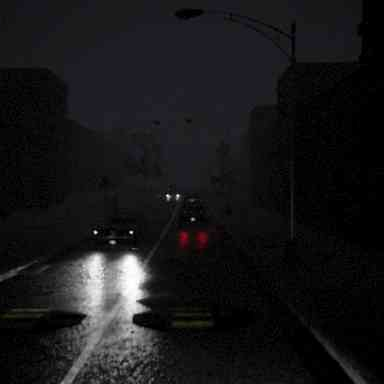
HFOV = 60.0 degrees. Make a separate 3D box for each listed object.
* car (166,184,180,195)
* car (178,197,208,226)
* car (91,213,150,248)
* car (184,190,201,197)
[{"bbox_3d":[-3.182,-0.508,56.718,2.097,1.767,4.553,0,3,0],"label":"car"},{"bbox_3d":[0.050,1.405,22.909,2.128,1.511,4.902,0,2,0],"label":"car"},{"bbox_3d":[-3.135,1.668,15.399,1.895,1.301,4.718,0,1,0],"label":"car"},{"bbox_3d":[0.014,0.573,40.420,1.837,1.490,4.892,0,3,0],"label":"car"}]
